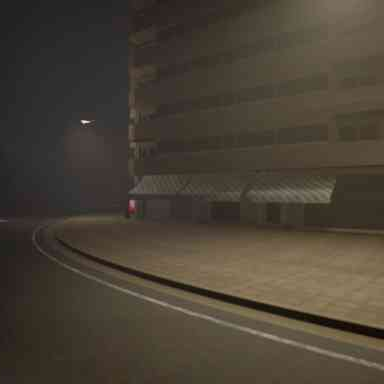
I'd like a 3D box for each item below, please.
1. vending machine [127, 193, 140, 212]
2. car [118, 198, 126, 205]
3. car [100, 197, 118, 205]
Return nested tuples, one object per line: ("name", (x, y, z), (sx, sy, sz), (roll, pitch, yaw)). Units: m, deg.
("vending machine", (-6.735, 1.214, 38.305), (1.100, 2.100, 0.880), (0, 0, 16))
("car", (-9.853, 1.553, 57.283), (1.812, 1.442, 4.674), (0, 0, 35))
("car", (-13.795, 1.589, 57.718), (1.994, 1.385, 4.181), (0, 0, 35))
